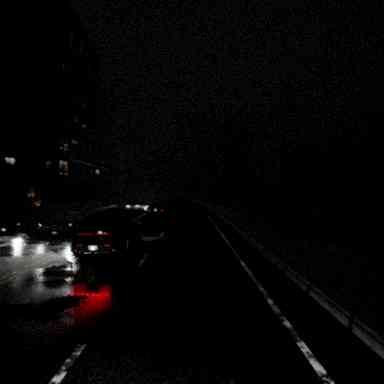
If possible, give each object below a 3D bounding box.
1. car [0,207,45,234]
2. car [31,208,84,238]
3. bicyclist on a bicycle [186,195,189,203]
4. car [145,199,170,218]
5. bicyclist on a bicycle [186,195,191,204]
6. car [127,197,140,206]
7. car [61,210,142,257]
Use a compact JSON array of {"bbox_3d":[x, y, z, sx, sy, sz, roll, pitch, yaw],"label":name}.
[{"bbox_3d":[-9.858,1.612,20.091,2.033,1.411,5.357,0,0,0],"label":"car"},{"bbox_3d":[-6.607,1.659,18.189,1.895,1.301,4.718,0,0,0],"label":"car"},{"bbox_3d":[-1.091,1.610,78.256,0.659,1.776,1.843,0,0,-4],"label":"bicyclist on a bicycle"},{"bbox_3d":[-3.196,1.649,31.409,2.033,1.411,5.357,0,0,-1],"label":"car"},{"bbox_3d":[-0.472,1.651,69.202,0.866,1.612,1.509,0,0,-4],"label":"bicyclist on a bicycle"},{"bbox_3d":[-10.722,1.676,61.145,1.882,1.535,5.008,0,0,-2],"label":"car"},{"bbox_3d":[-3.158,1.545,13.027,1.837,1.490,4.892,0,0,0],"label":"car"}]
